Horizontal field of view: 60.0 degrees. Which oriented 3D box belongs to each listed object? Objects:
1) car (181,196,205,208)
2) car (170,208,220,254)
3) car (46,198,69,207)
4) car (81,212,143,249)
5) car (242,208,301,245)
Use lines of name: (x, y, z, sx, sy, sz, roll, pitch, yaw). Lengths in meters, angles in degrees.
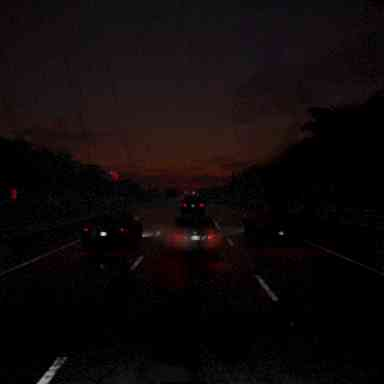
car: (0.088, 1.362, 32.128, 2.150, 2.045, 5.566, 0, 0, 0)
car: (0.095, 1.570, 13.495, 2.033, 1.411, 5.357, 0, 0, 0)
car: (-21.046, 1.655, 52.351, 2.097, 1.767, 4.553, 0, -1, 1)
car: (-3.405, 1.592, 14.781, 1.994, 1.385, 4.181, 0, 0, 0)
car: (3.592, 1.511, 15.817, 1.882, 1.535, 5.008, 0, 0, 0)
